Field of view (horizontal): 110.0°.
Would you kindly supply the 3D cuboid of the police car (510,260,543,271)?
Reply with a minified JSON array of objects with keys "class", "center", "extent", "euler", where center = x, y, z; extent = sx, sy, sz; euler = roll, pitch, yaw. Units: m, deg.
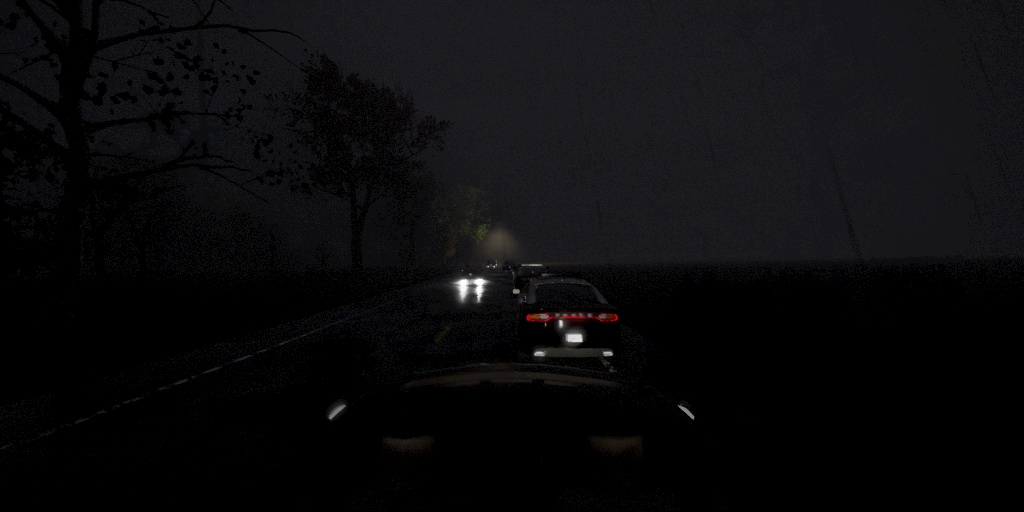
[{"class":"police car","center":[1.025,1.181,18.601],"extent":[1.930,1.638,5.238],"euler":[0,0,0]}]

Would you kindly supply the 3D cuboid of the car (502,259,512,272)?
[{"class":"car","center":[-0.268,1.345,47.194],"extent":[1.994,1.385,4.181],"euler":[0,0,0]}]

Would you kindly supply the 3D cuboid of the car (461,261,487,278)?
[{"class":"car","center":[-3.746,1.368,34.390],"extent":[1.895,1.301,4.718],"euler":[0,0,-1]}]

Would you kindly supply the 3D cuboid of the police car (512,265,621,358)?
[{"class":"police car","center":[1.054,1.176,8.592],"extent":[1.930,1.638,5.238],"euler":[0,0,0]}]

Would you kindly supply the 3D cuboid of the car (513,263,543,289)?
[{"class":"car","center":[0.992,1.264,24.498],"extent":[1.837,1.490,4.892],"euler":[0,0,0]}]
